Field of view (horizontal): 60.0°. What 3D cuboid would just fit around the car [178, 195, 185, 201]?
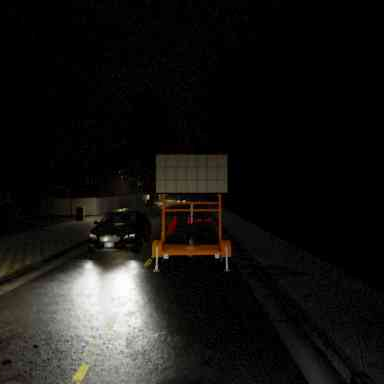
[{"bbox_3d":[-2.822,1.566,88.999,1.837,1.490,4.892,0,0,0],"label":"car"}]

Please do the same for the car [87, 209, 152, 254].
[{"bbox_3d":[-2.760,1.491,13.521,2.128,1.511,4.902,0,0,0],"label":"car"}]

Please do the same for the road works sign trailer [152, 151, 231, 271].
[{"bbox_3d":[-0.008,0.464,10.841,2.380,3.560,2.880,0,0,0],"label":"road works sign trailer"}]
